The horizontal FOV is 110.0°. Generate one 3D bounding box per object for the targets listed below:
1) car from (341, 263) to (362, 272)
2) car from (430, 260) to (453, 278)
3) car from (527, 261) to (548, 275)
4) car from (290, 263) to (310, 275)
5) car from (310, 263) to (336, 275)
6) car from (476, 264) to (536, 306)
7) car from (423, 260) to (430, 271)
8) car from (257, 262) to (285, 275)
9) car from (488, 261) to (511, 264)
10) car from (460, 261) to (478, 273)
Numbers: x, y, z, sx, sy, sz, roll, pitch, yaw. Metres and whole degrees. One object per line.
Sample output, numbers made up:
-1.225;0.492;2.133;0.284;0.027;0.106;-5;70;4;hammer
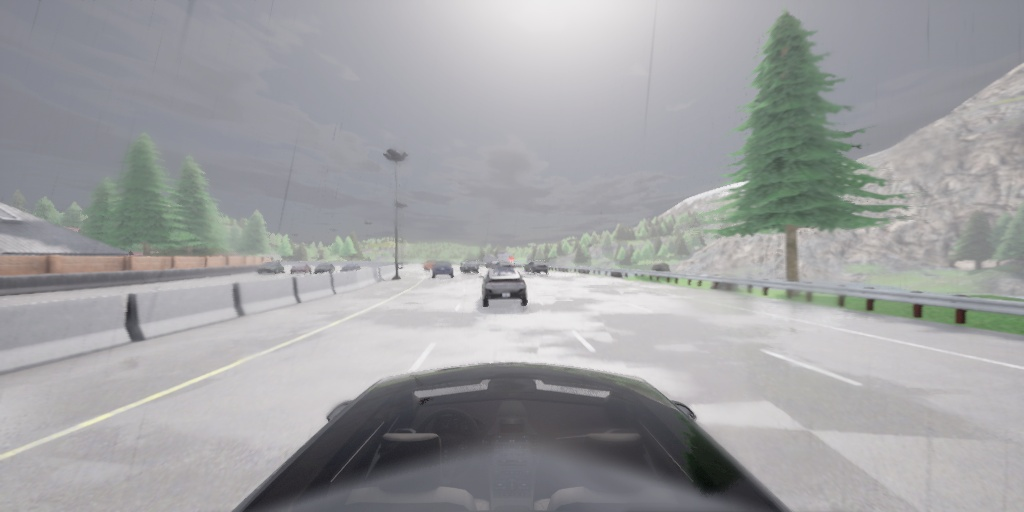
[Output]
-20.260;1.643;45.406;2.033;1.411;5.357;-1;0;-15;car
-7.425;1.292;38.196;2.097;1.767;4.553;-1;0;-13;car
2.716;1.350;41.154;1.837;1.490;4.892;0;0;-13;car
-28.647;1.719;48.824;1.812;1.442;4.674;-1;0;-18;car
-24.359;1.646;46.814;1.837;1.490;4.892;0;0;-16;car
-0.458;1.292;16.217;2.128;1.511;4.902;0;0;-5;car
-13.188;1.413;58.095;2.097;1.767;4.553;-1;0;-20;car
-31.940;1.576;47.616;2.097;1.767;4.553;-1;0;-18;car
-1.118;1.392;42.110;1.837;1.490;4.892;0;-1;-14;car
-5.685;1.550;46.748;1.895;1.301;4.718;0;0;-16;car
